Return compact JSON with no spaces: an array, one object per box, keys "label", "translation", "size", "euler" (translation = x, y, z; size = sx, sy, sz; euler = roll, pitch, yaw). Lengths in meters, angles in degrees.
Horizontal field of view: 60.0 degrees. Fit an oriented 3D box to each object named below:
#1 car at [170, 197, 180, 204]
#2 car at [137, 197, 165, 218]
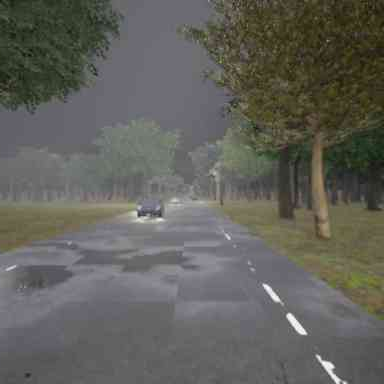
[{"label":"car","translation":[-3.519,1.830,70.374],"size":[1.812,1.442,4.674],"euler":[0,-1,0]},{"label":"car","translation":[-3.602,1.305,29.746],"size":[2.097,1.767,4.553],"euler":[0,0,0]}]
